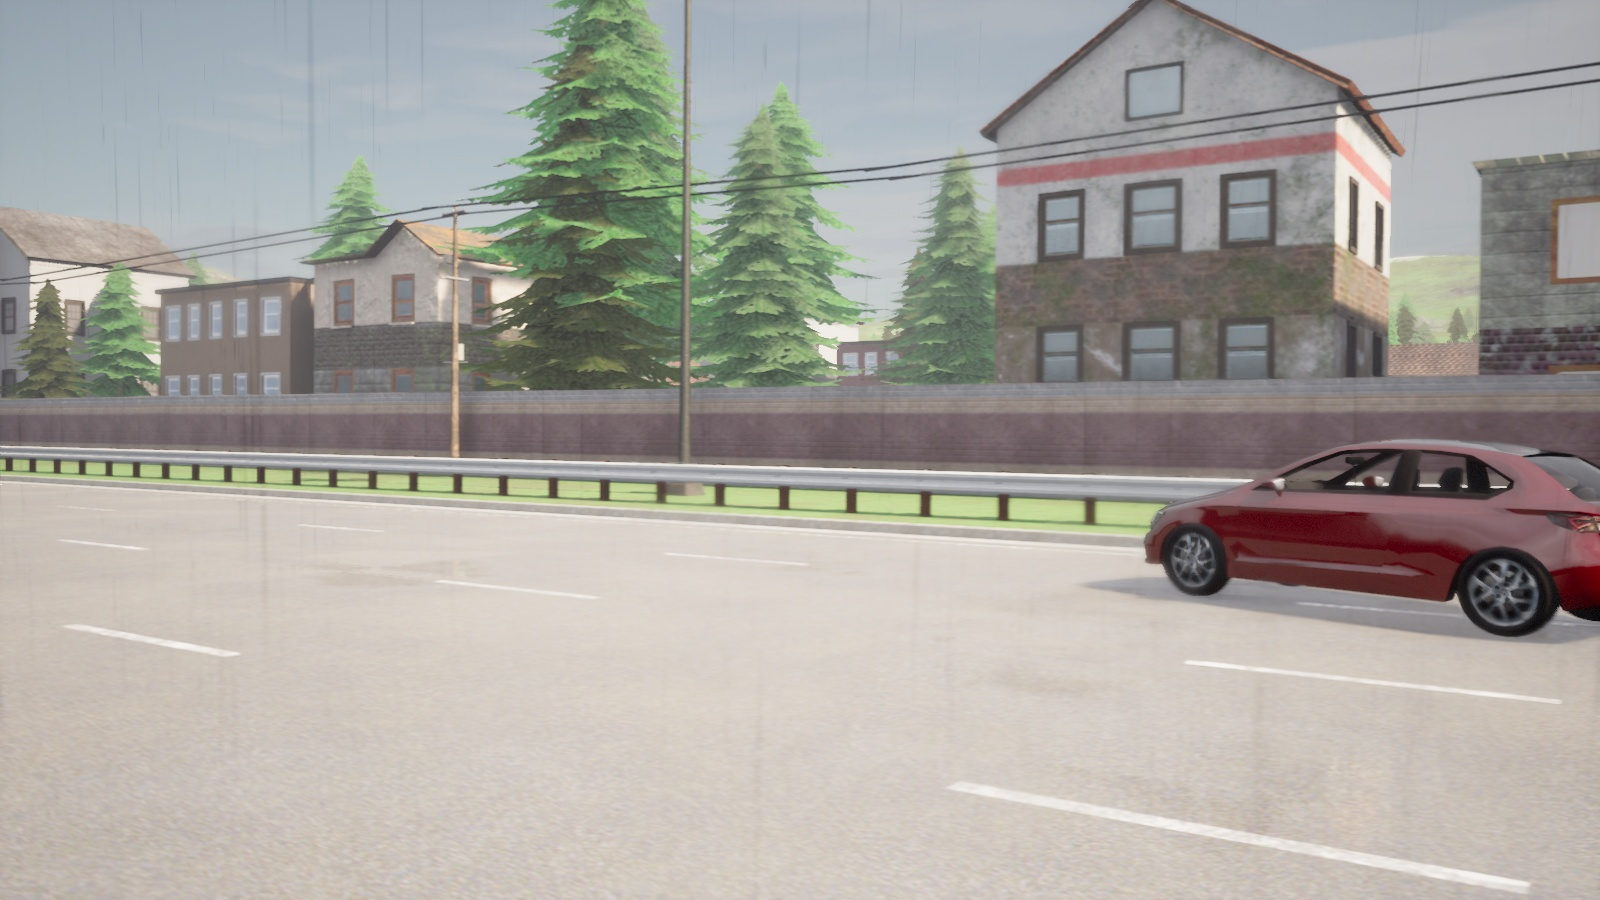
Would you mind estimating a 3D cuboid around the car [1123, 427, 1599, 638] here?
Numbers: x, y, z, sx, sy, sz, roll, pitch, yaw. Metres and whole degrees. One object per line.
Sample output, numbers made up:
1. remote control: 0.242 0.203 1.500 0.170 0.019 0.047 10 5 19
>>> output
1. car: 5.089 0.549 10.973 1.816 1.474 4.193 -1 1 -36
